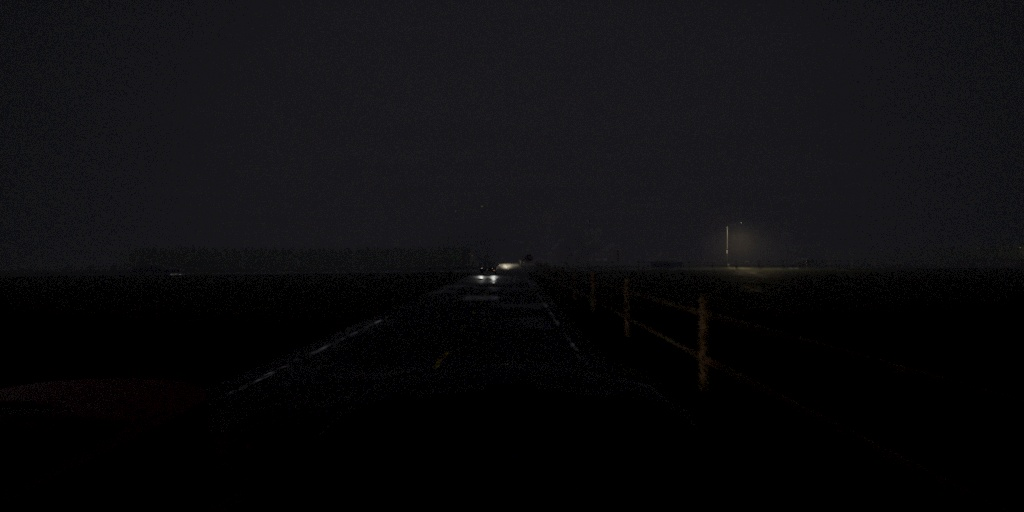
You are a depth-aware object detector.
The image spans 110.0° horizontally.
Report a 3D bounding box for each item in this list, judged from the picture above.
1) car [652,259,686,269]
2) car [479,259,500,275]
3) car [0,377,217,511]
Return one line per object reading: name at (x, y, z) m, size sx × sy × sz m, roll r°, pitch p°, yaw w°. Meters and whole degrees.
car at (24.279, 1.273, 55.434) m, size 5.008 × 1.535 × 1.882 m, roll 0°, pitch 0°, yaw -5°
car at (-2.741, 1.313, 42.502) m, size 1.837 × 1.490 × 4.892 m, roll 0°, pitch 0°, yaw 0°
car at (-2.852, 1.224, 0.201) m, size 1.882 × 1.535 × 5.008 m, roll 0°, pitch 0°, yaw 0°
